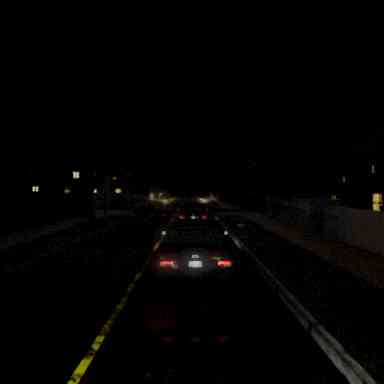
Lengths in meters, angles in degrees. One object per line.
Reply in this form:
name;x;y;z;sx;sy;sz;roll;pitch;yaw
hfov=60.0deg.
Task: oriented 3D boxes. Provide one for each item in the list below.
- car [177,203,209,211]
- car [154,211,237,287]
car;0.061;1.398;20.546;2.033;1.411;5.357;0;0;0
car;0.079;1.477;9.191;2.033;1.411;5.357;0;0;0
